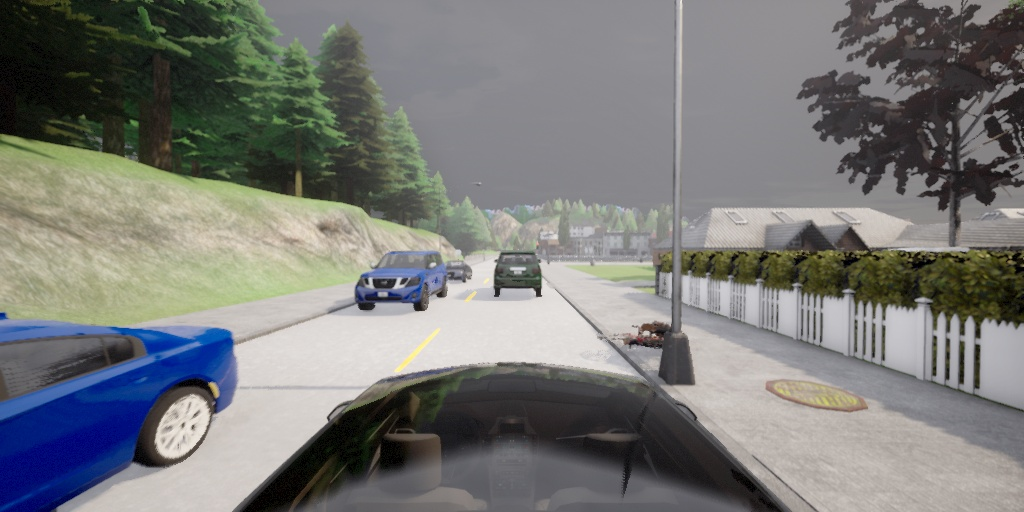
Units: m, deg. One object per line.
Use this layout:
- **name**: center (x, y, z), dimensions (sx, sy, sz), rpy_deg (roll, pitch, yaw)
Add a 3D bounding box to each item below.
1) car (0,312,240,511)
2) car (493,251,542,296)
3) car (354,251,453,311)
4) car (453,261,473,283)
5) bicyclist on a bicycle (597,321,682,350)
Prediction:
- **car**: center (-4.105, 1.223, 2.025), dimensions (1.882, 1.535, 5.008), rpy_deg (0, 0, 1)
- **car**: center (0.279, 0.751, 17.663), dimensions (2.150, 2.045, 5.566), rpy_deg (0, 1, 1)
- **car**: center (-3.961, 0.805, 13.855), dimensions (2.150, 2.045, 5.566), rpy_deg (0, 1, 1)
- **car**: center (-3.818, 1.007, 23.890), dimensions (1.994, 1.385, 4.181), rpy_deg (0, 1, 2)
- **bicyclist on a bicycle**: center (2.663, 1.561, 6.890), dimensions (1.620, 0.582, 1.656), rpy_deg (4, -8, -39)
